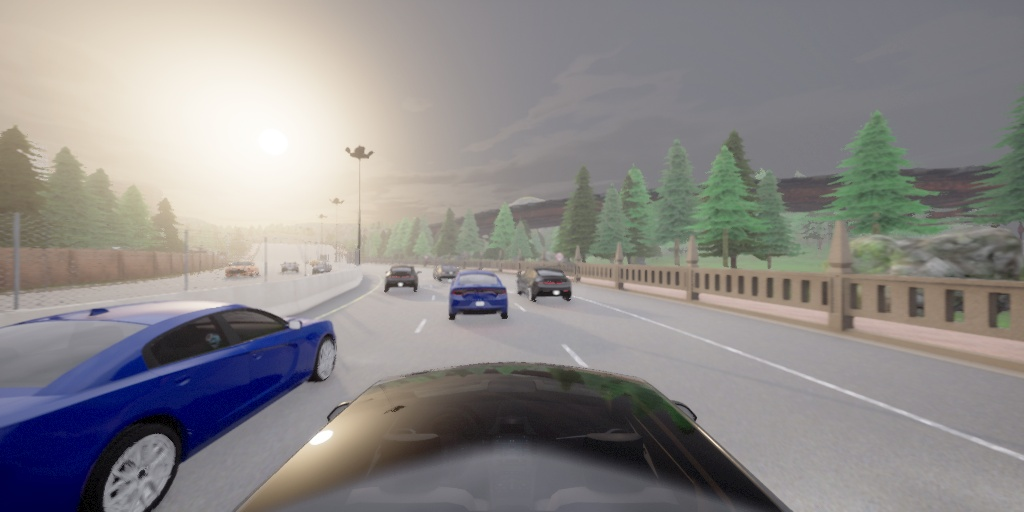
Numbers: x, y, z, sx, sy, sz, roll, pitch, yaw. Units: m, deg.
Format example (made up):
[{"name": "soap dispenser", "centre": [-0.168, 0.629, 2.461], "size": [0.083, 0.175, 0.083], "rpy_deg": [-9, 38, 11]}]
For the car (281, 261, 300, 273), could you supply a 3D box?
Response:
[{"name": "car", "centre": [-28.549, 1.421, 46.182], "size": [2.128, 1.511, 4.902], "rpy_deg": [0, 0, -32]}]

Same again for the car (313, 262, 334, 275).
[{"name": "car", "centre": [-21.342, 1.397, 40.478], "size": [2.128, 1.511, 4.902], "rpy_deg": [0, 0, -27]}]

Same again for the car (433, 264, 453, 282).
[{"name": "car", "centre": [-5.660, 1.409, 30.933], "size": [2.033, 1.411, 5.357], "rpy_deg": [0, 0, -19]}]

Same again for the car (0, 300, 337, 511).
[{"name": "car", "centre": [-3.791, 1.238, 4.072], "size": [1.882, 1.535, 5.008], "rpy_deg": [0, 0, -3]}]

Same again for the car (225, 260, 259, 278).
[{"name": "car", "centre": [-26.713, 1.243, 35.658], "size": [2.097, 1.767, 4.553], "rpy_deg": [0, 0, -27]}]

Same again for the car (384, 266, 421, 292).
[{"name": "car", "centre": [-6.772, 1.335, 22.229], "size": [1.837, 1.490, 4.892], "rpy_deg": [0, 0, -14]}]

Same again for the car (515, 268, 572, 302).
[{"name": "car", "centre": [1.430, 1.314, 17.573], "size": [1.837, 1.490, 4.892], "rpy_deg": [0, 0, -11]}]

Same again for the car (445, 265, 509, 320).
[{"name": "car", "centre": [-1.313, 1.271, 13.064], "size": [1.882, 1.535, 5.008], "rpy_deg": [0, 0, -9]}]
